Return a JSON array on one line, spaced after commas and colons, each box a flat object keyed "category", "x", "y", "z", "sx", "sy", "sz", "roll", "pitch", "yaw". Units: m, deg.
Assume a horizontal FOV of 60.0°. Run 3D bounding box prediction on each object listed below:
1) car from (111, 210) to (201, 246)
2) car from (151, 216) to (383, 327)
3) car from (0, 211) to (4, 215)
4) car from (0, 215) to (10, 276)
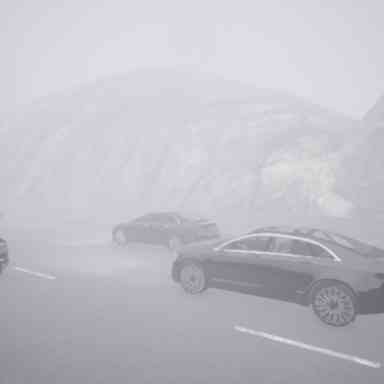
[{"category": "car", "x": -1.190, "y": 1.477, "z": 13.434, "sx": 4.892, "sy": 1.490, "sz": 1.837, "roll": 0, "pitch": 0, "yaw": 36}, {"category": "car", "x": 1.730, "y": 1.485, "z": 7.032, "sx": 4.902, "sy": 1.511, "sz": 2.128, "roll": 0, "pitch": 0, "yaw": 36}, {"category": "car", "x": -15.321, "y": 1.507, "z": 23.526, "sx": 4.718, "sy": 1.301, "sz": 1.895, "roll": 0, "pitch": 0, "yaw": 36}, {"category": "car", "x": -6.716, "y": 1.454, "z": 8.781, "sx": 4.902, "sy": 1.511, "sz": 2.128, "roll": 0, "pitch": 0, "yaw": 36}]
